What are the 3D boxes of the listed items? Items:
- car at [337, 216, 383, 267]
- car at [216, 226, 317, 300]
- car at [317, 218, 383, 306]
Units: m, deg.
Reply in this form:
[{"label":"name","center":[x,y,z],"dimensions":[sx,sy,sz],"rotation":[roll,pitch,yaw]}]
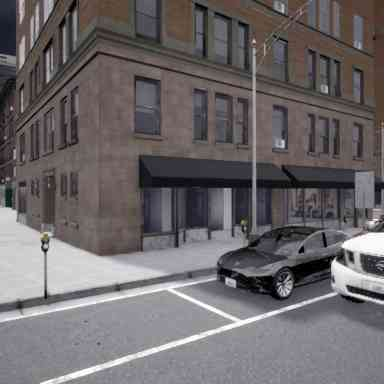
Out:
[{"label":"car","center":[7.080,1.582,11.573],"dimensions":[4.206,1.307,1.802],"rotation":[0,0,-35]},{"label":"car","center":[2.599,1.566,8.382],"dimensions":[4.313,1.339,1.947],"rotation":[0,0,-35]},{"label":"car","center":[5.305,1.223,7.031],"dimensions":[5.566,2.045,2.150],"rotation":[0,0,-35]}]
